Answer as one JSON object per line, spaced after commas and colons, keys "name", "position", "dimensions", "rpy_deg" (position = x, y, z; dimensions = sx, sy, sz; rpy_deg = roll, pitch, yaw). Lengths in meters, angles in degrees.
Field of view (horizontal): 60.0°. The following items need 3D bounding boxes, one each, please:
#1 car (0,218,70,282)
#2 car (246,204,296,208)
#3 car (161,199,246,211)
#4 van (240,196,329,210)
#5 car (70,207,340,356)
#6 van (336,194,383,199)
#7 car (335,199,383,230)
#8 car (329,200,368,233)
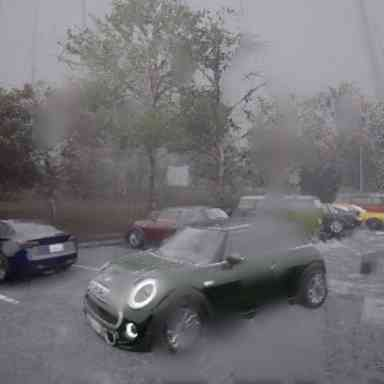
{"name": "car", "position": [-5.362, 1.508, 9.778], "dimensions": [4.792, 1.488, 2.163], "rpy_deg": [-1, 0, 34]}
{"name": "car", "position": [1.827, 1.448, 14.914], "dimensions": [4.792, 1.488, 2.163], "rpy_deg": [-1, 0, 34]}
{"name": "car", "position": [-0.522, 1.311, 13.172], "dimensions": [4.553, 1.767, 2.185], "rpy_deg": [-1, 0, 34]}
{"name": "van", "position": [4.146, 1.176, 16.671], "dimensions": [4.442, 1.987, 1.878], "rpy_deg": [-1, 0, 35]}
{"name": "car", "position": [0.427, 1.326, 6.143], "dimensions": [4.553, 1.767, 2.097], "rpy_deg": [0, 0, -36]}
{"name": "van", "position": [11.335, 1.127, 21.809], "dimensions": [4.442, 1.987, 1.878], "rpy_deg": [-1, 0, 34]}
{"name": "car", "position": [9.193, 1.360, 19.929], "dimensions": [5.366, 1.575, 1.946], "rpy_deg": [-1, -1, 34]}
{"name": "car", "position": [6.647, 1.382, 18.314], "dimensions": [4.892, 1.521, 2.231], "rpy_deg": [-1, 0, 34]}
